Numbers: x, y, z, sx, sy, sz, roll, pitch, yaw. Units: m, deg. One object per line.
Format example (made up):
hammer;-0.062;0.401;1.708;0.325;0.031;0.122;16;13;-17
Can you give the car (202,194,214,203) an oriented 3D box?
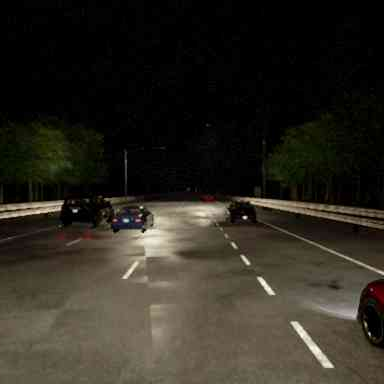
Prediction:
car;3.542;1.502;68.767;1.882;1.535;5.008;0;0;0

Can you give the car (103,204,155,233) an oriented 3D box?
car;-3.391;1.531;19.720;2.033;1.411;5.357;0;0;0

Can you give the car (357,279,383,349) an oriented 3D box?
car;3.601;1.560;3.581;1.994;1.385;4.181;0;0;0

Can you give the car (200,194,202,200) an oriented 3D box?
car;3.549;1.531;79.767;1.837;1.490;4.892;0;0;0

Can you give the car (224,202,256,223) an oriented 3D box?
car;3.616;1.487;25.105;1.837;1.490;4.892;0;0;0

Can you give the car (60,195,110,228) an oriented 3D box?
car;-6.888;1.206;22.313;2.150;2.045;5.566;0;0;0

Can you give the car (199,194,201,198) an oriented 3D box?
car;3.555;1.453;90.766;2.033;1.649;4.856;0;0;0
